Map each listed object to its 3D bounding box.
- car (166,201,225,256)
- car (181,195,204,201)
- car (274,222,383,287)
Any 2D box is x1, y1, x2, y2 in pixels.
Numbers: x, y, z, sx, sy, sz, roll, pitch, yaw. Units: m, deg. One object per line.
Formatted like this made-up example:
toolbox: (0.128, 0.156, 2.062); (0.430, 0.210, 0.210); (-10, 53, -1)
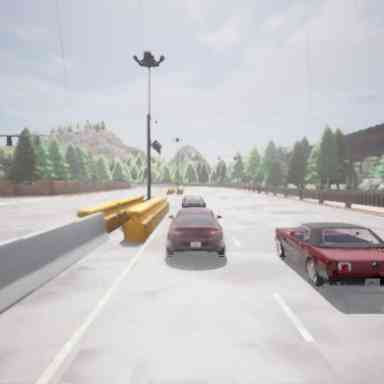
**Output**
car: (0.117, 1.280, 11.887); (1.812, 1.442, 4.674); (0, 2, 0)
car: (0.039, 0.917, 26.566); (1.895, 1.301, 4.718); (0, 2, -2)
car: (3.606, 1.447, 8.836); (1.895, 1.301, 4.718); (0, 2, 0)
